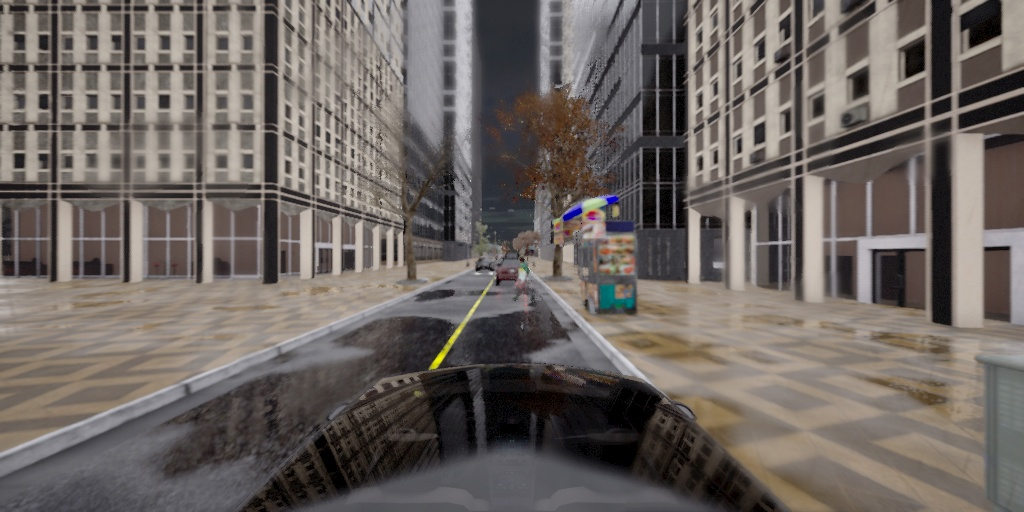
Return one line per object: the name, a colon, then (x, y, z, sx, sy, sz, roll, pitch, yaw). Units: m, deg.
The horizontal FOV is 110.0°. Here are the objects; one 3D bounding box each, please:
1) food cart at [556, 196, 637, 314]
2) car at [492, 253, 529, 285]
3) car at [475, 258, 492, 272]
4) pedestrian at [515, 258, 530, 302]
food cart: (3.012, 0.117, 12.135, 2.280, 3.560, 4.660, 0, 0, 0)
car: (0.036, 0.892, 23.952, 2.097, 1.767, 4.553, 0, 0, 0)
car: (-2.818, 0.916, 38.026, 1.837, 1.490, 4.892, 0, 0, 0)
pedestrian: (0.440, 0.922, 14.699, 0.375, 1.860, 0.375, 1, 0, 0)
